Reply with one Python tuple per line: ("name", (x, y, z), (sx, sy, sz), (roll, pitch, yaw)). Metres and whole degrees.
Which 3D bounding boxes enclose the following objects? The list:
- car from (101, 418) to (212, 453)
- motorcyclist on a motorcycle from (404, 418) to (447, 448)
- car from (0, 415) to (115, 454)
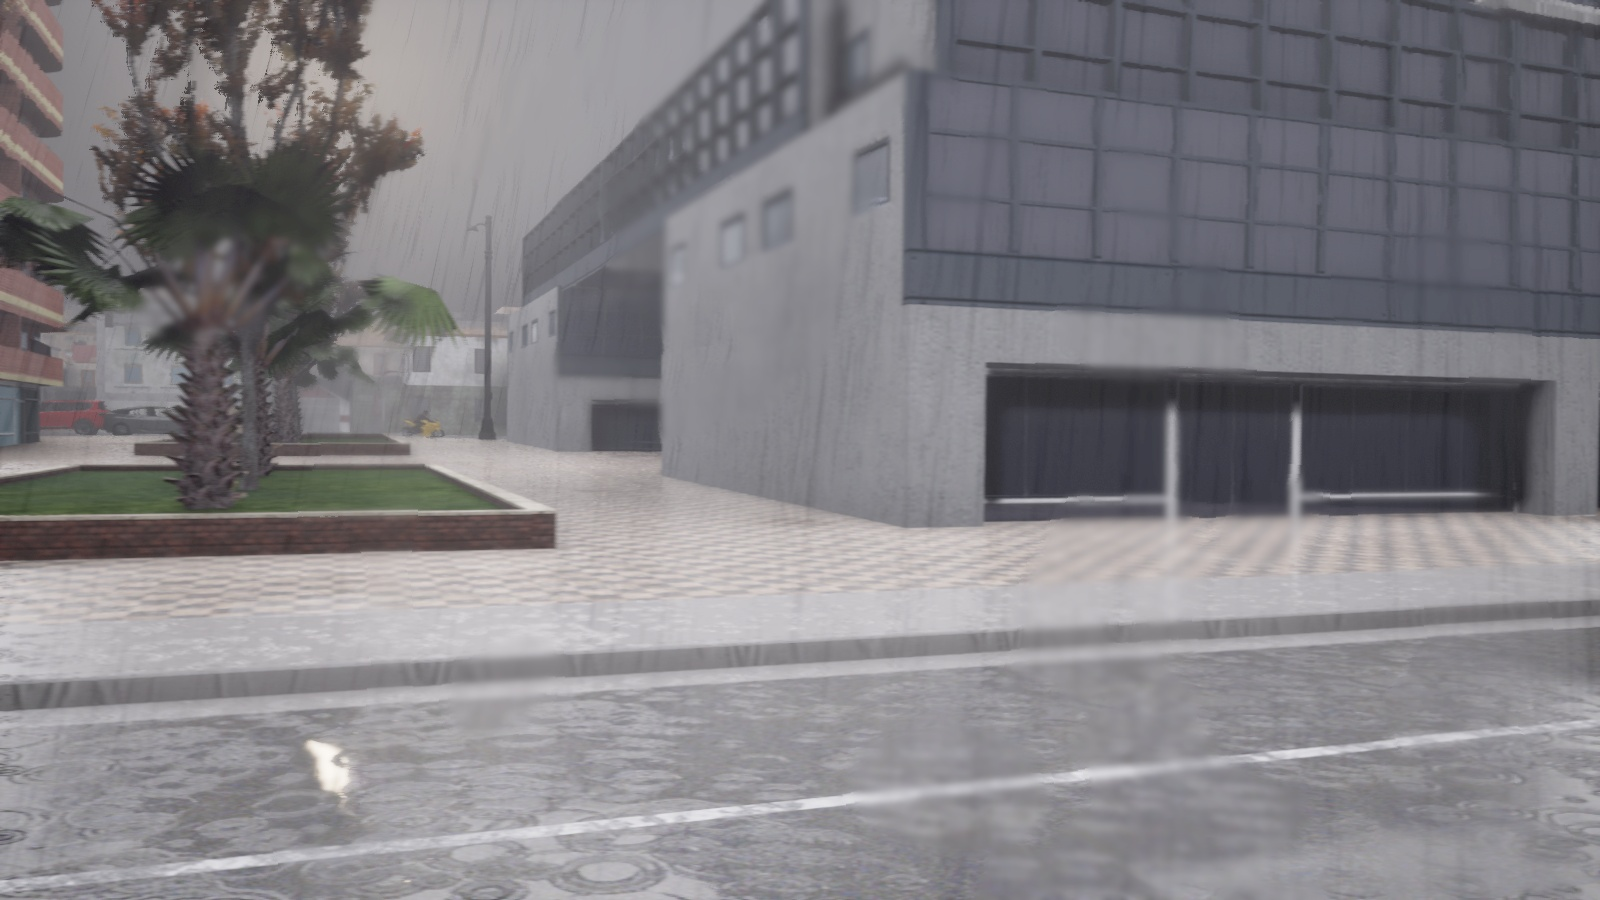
("car", (-30.814, -0.706, 60.289), (4.514, 1.525, 2.007), (-2, 1, -21))
("motorcyclist on a motorcycle", (-19.280, -0.864, 64.621), (2.044, 1.523, 0.797), (0, 1, -21))
("car", (-42.060, -0.892, 71.018), (5.566, 2.045, 2.150), (-2, 1, -21))
